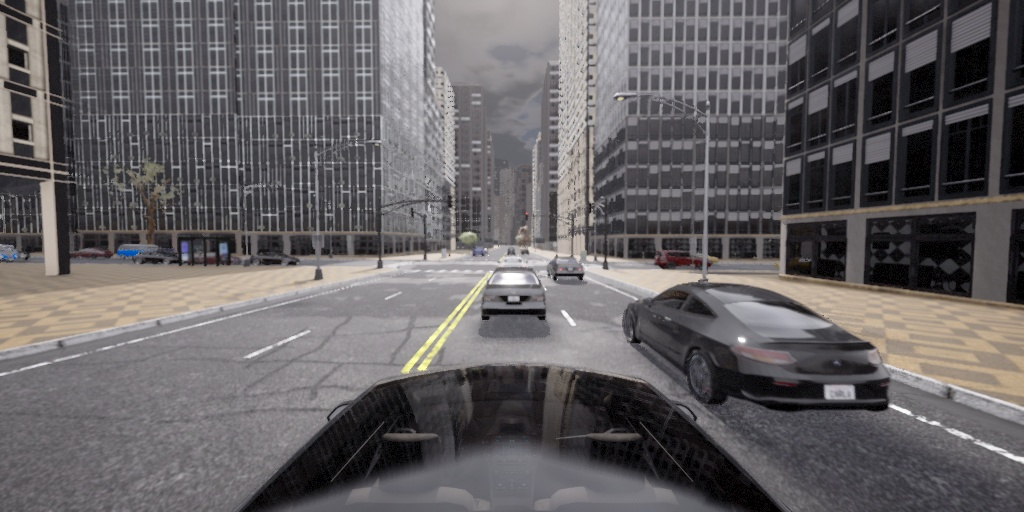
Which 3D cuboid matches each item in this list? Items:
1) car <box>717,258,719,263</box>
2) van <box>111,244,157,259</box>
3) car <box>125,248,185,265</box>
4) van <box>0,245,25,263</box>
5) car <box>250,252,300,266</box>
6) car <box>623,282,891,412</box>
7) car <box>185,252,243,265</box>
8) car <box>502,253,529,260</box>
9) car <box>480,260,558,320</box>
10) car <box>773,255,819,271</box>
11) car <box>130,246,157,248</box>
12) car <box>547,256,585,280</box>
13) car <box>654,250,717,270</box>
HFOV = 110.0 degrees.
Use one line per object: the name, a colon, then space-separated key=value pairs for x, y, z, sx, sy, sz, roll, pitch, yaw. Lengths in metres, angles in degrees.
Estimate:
car: x=21.720 y=0.304 z=42.431 sx=4.829 sy=1.417 sz=1.751 roll=0 pitch=0 yaw=1
van: x=-45.374 y=-0.515 z=43.484 sx=3.998 sy=1.789 sz=1.690 roll=0 pitch=0 yaw=1
car: x=-34.164 y=0.181 z=34.856 sx=4.313 sy=1.339 sz=1.948 roll=0 pitch=0 yaw=1
van: x=-51.209 y=-0.211 z=35.215 sx=3.998 sy=1.789 sz=1.690 roll=0 pitch=0 yaw=1
car: x=-22.799 y=0.293 z=34.576 sx=4.313 sy=1.339 sz=1.948 roll=0 pitch=0 yaw=1
car: x=3.343 y=1.160 z=5.957 sx=1.812 sy=1.442 sz=4.674 roll=0 pitch=2 yaw=0
car: x=-28.483 y=0.254 z=34.696 sx=4.207 sy=1.307 sz=1.802 roll=0 pitch=0 yaw=1
car: x=0.058 y=0.718 z=22.179 sx=1.812 sy=1.442 sz=4.674 roll=0 pitch=2 yaw=0
car: x=0.075 y=1.035 z=11.376 sx=2.033 sy=1.411 sz=5.357 roll=0 pitch=2 yaw=1
car: x=27.576 y=0.715 z=33.969 sx=4.829 sy=1.417 sz=1.751 roll=0 pitch=0 yaw=1
car: x=-36.152 y=-0.026 z=37.510 sx=4.902 sy=1.511 sz=2.128 roll=1 pitch=2 yaw=1
car: x=3.308 y=0.721 z=22.853 sx=2.033 sy=1.411 sz=5.357 roll=0 pitch=2 yaw=0
car: x=16.127 y=0.400 z=34.139 sx=5.009 sy=1.841 sz=2.192 roll=0 pitch=0 yaw=1
